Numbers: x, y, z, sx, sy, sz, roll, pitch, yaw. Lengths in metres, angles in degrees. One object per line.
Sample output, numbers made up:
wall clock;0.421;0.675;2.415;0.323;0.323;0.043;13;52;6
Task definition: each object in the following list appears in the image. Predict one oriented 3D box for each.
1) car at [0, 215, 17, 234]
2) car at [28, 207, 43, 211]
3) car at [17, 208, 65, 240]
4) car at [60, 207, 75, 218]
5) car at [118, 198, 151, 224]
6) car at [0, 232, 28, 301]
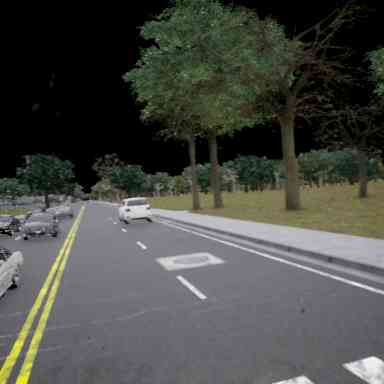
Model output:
car;-13.970;2.444;24.640;2.033;1.411;5.357;-4;0;-17
car;-18.856;2.581;40.406;1.994;1.385;4.181;-4;0;-18
car;-9.524;2.108;21.317;1.837;1.490;4.892;-4;0;-18
car;-15.709;2.545;41.240;1.812;1.442;4.674;-4;0;-17
car;-4.885;1.553;28.115;2.150;2.045;5.566;-4;0;-17
car;-5.063;1.925;7.233;1.895;1.301;4.718;-4;0;-18
